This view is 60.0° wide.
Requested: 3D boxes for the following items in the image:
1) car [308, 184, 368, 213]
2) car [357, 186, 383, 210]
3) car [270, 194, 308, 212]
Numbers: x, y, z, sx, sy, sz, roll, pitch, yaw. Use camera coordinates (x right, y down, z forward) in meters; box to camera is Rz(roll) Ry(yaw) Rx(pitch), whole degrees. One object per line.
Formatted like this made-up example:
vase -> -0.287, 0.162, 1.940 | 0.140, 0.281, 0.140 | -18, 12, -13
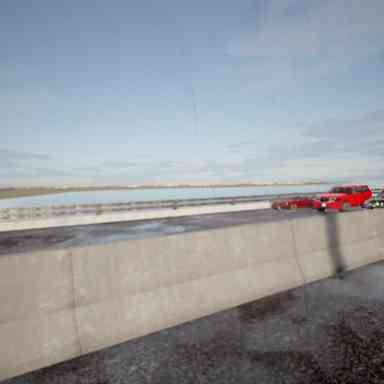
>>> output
car -> 11.692, 0.475, 25.471 | 5.566, 2.045, 2.150 | -2, 1, -36
car -> 13.570, 0.611, 22.508 | 4.553, 1.767, 2.097 | -2, 1, -36
car -> 8.693, 0.892, 27.627 | 4.718, 1.301, 1.895 | -2, 1, -36
